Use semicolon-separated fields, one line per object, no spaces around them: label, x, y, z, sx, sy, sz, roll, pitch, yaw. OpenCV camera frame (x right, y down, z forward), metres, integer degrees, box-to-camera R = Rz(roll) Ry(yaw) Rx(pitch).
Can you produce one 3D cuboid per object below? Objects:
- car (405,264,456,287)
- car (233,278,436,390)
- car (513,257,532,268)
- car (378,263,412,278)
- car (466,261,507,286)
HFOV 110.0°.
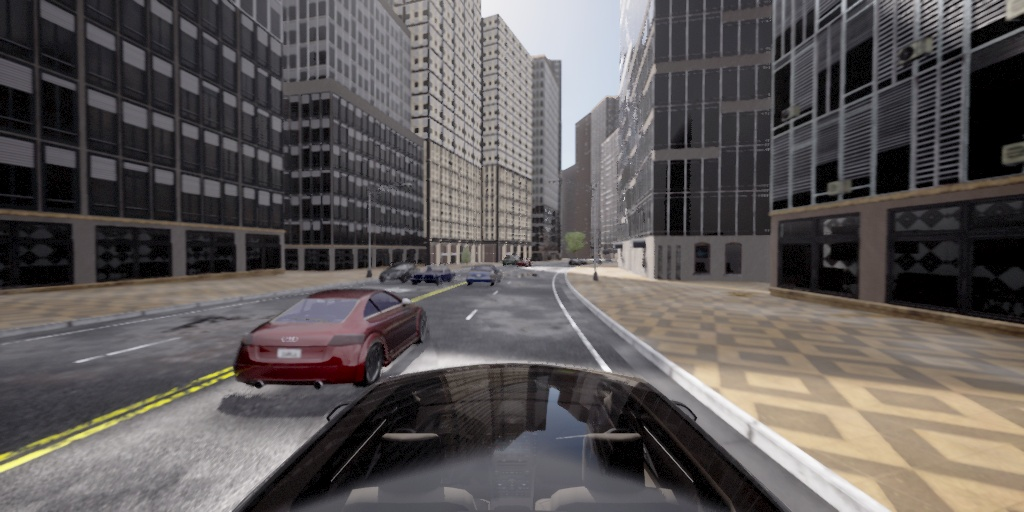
car;-5.373;1.333;24.743;1.895;1.301;4.718;0;0;6
car;-3.019;1.305;6.932;1.994;1.385;4.181;0;0;1
car;2.147;1.372;64.655;1.895;1.301;4.718;0;0;16
car;-8.354;1.243;27.296;1.812;1.442;4.674;0;0;7
car;-1.868;1.296;25.265;2.033;1.411;5.357;0;0;6
